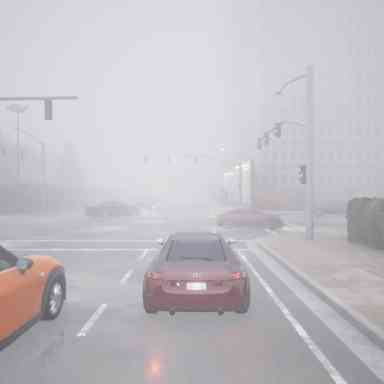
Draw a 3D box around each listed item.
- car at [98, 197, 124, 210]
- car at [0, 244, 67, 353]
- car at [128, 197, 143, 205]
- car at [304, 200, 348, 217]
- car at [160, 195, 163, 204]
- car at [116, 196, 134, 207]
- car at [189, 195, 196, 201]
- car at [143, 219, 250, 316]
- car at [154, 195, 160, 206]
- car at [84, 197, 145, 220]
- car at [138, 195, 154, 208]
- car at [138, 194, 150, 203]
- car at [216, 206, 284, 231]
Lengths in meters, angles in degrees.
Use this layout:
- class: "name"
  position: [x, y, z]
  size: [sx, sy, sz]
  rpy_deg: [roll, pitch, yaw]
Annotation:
- class: "car"
  position: [-10.535, 1.491, 43.467]
  size: [2.128, 1.511, 4.902]
  rpy_deg: [0, 0, 1]
- class: "car"
  position: [-3.433, 1.352, 4.461]
  size: [2.097, 1.767, 4.553]
  rpy_deg: [0, 0, 1]
- class: "car"
  position: [-10.460, 1.601, 61.916]
  size: [1.895, 1.301, 4.718]
  rpy_deg: [0, 0, 0]
- class: "car"
  position: [13.142, 1.547, 31.381]
  size: [4.902, 1.511, 2.128]
  rpy_deg: [0, 0, 0]
- class: "car"
  position: [-6.922, 1.352, 66.085]
  size: [2.097, 1.767, 4.553]
  rpy_deg: [0, 0, 1]
- class: "car"
  position: [-10.507, 1.477, 52.616]
  size: [1.882, 1.535, 5.008]
  rpy_deg: [0, 0, 0]
- class: "car"
  position: [0.132, 1.552, 84.548]
  size: [1.994, 1.385, 4.181]
  rpy_deg: [0, 0, 0]
- class: "car"
  position: [0.089, 1.564, 7.634]
  size: [1.994, 1.385, 4.181]
  rpy_deg: [0, 0, 0]
- class: "car"
  position: [-6.995, 1.505, 56.007]
  size: [1.837, 1.490, 4.892]
  rpy_deg: [0, 0, 0]
- class: "car"
  position: [-6.906, 1.502, 29.061]
  size: [1.882, 1.535, 5.008]
  rpy_deg: [1, 1, 44]
- class: "car"
  position: [-7.012, 1.352, 47.065]
  size: [2.097, 1.767, 4.553]
  rpy_deg: [0, 0, 0]
- class: "car"
  position: [-10.387, 1.355, 72.246]
  size: [2.097, 1.767, 4.553]
  rpy_deg: [0, 0, 0]
- class: "car"
  position: [3.523, 1.605, 20.676]
  size: [4.181, 1.385, 1.994]
  rpy_deg: [0, 0, 0]
